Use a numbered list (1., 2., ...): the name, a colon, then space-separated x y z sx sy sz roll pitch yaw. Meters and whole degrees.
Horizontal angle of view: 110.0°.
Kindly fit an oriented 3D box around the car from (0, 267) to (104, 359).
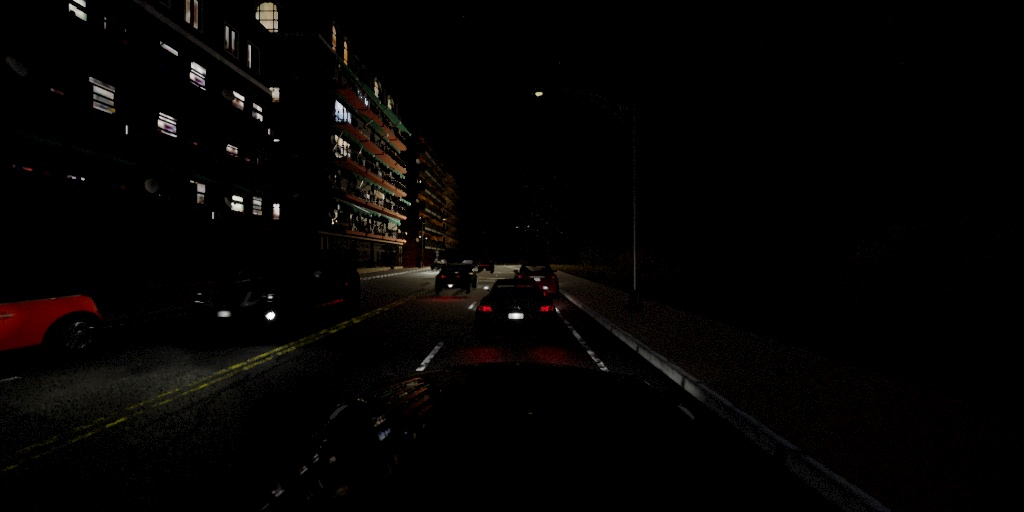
1. car: -9.845 1.102 5.693 2.097 1.767 4.553 0 0 0

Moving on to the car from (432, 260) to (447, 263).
1. car: -9.778 1.242 48.684 2.128 1.511 4.902 0 0 0

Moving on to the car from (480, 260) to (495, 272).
1. car: -3.089 1.254 42.987 1.837 1.490 4.892 0 -1 0

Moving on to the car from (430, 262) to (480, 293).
1. car: -3.123 1.256 20.641 1.837 1.490 4.892 0 0 0

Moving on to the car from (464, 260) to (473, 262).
1. car: -6.520 1.297 53.272 2.033 1.411 5.357 0 0 0

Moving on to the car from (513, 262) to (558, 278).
1. car: 1.161 1.103 18.615 2.097 1.767 4.553 0 0 0

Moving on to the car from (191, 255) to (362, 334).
1. car: -6.588 0.973 10.974 2.150 2.045 5.566 0 0 0

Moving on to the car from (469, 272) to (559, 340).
1. car: 0.106 1.315 10.036 1.994 1.385 4.181 0 0 1
